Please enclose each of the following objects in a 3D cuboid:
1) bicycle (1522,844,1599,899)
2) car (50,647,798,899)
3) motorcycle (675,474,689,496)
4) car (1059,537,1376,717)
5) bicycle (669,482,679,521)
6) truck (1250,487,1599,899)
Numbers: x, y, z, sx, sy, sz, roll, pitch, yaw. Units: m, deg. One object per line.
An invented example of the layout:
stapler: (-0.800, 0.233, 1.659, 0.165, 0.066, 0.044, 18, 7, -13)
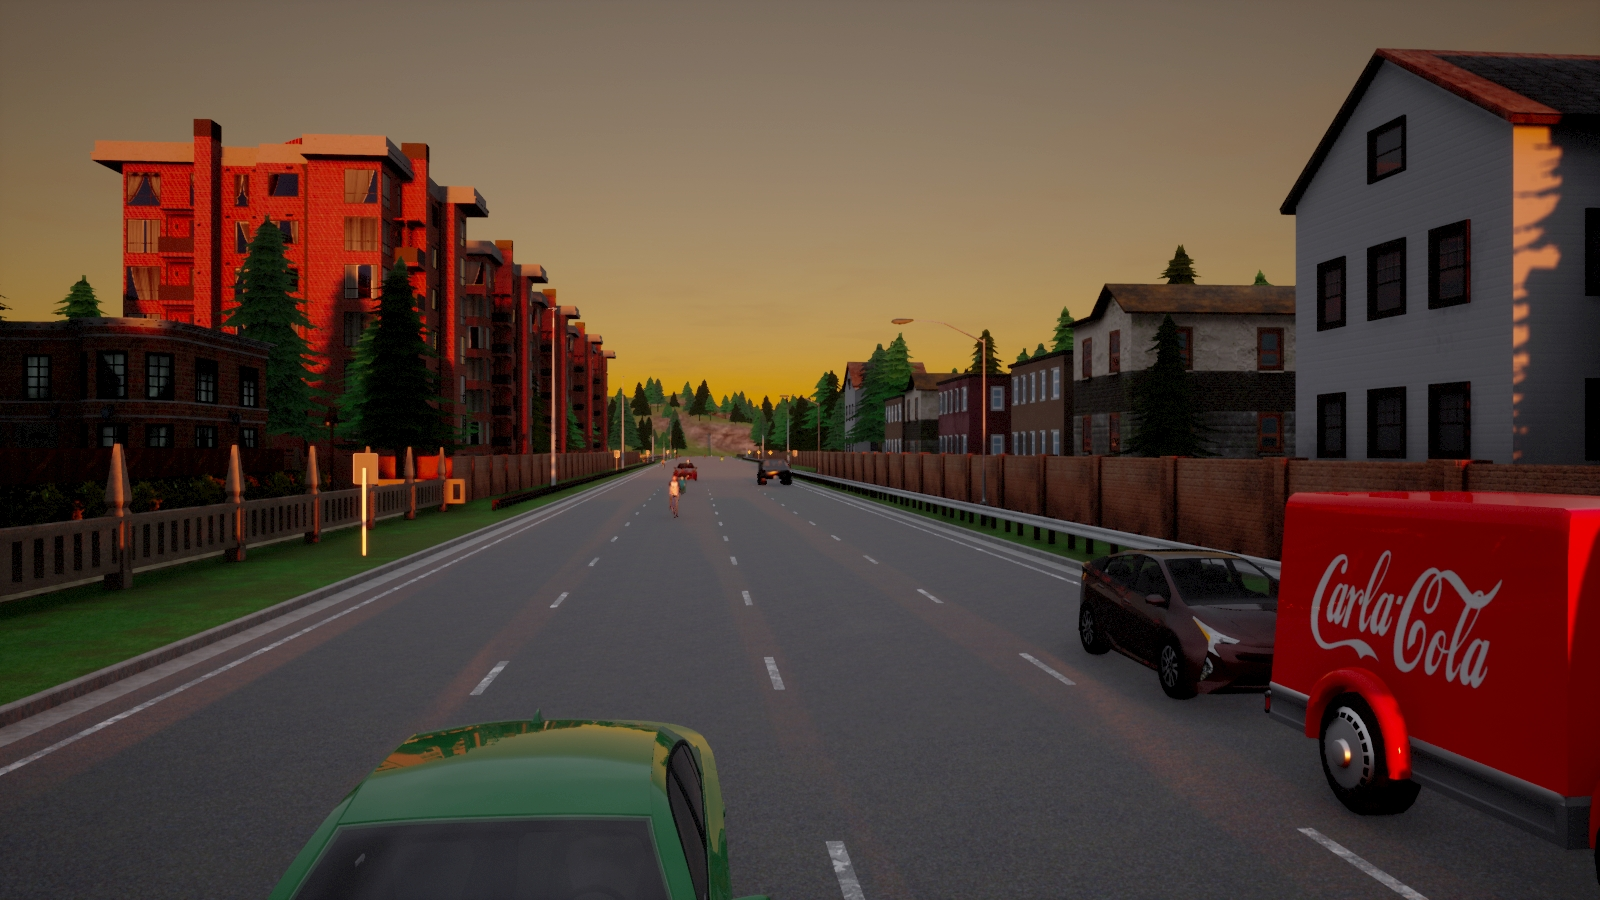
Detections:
bicycle: (2.623, 2.056, 2.959, 0.373, 1.496, 1.643, 0, 0, -4)
car: (-1.202, 2.034, 4.748, 2.097, 1.535, 5.006, 0, 0, -5)
motorcycle: (-7.317, 2.142, 70.881, 0.856, 1.316, 1.805, 0, 0, -5)
car: (4.945, 2.040, 14.354, 2.007, 1.525, 4.514, 0, 0, -5)
bicycle: (-5.089, 2.056, 46.038, 0.373, 1.496, 1.643, 1, 0, -6)
truck: (5.566, 1.568, 7.740, 2.627, 2.467, 5.204, 0, 0, -5)
